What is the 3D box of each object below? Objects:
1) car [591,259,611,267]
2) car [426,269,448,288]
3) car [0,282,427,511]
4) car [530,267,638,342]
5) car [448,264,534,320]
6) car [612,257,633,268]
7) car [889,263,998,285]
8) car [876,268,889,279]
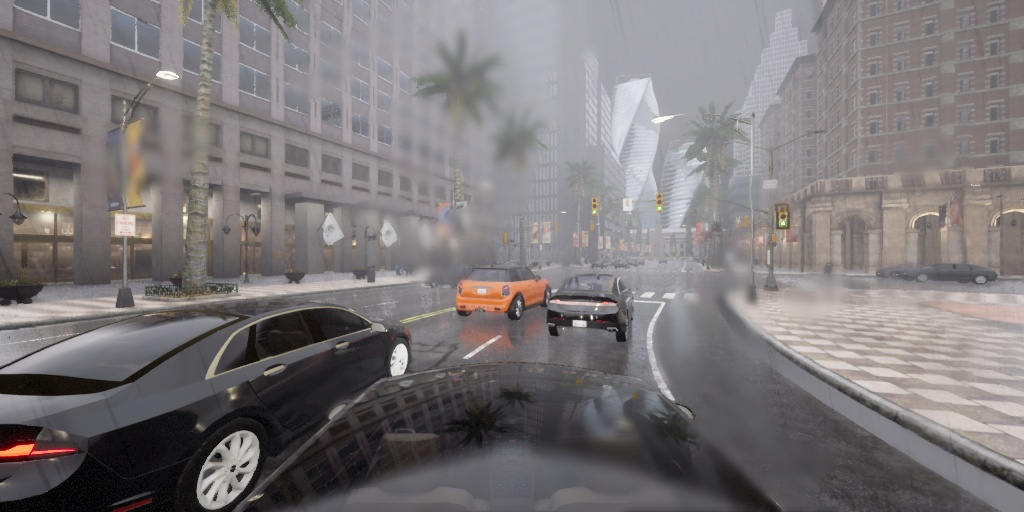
[{"bbox_3d":[14.397,1.255,58.846,1.837,1.490,4.892,0,0,27],"label":"car"},{"bbox_3d":[-3.297,1.297,23.361,2.033,1.411,5.357,0,0,26],"label":"car"},{"bbox_3d":[-2.855,1.255,4.273,1.837,1.490,4.892,0,0,8],"label":"car"},{"bbox_3d":[2.339,1.242,9.964,2.128,1.511,4.902,0,0,21],"label":"car"},{"bbox_3d":[-0.096,1.102,12.985,2.097,1.767,4.553,0,0,23],"label":"car"},{"bbox_3d":[17.972,1.255,58.170,1.837,1.490,4.892,0,0,27],"label":"car"},{"bbox_3d":[31.568,1.255,26.252,4.892,1.490,1.837,0,0,25],"label":"car"},{"bbox_3d":[32.932,1.314,29.479,4.181,1.385,1.994,0,0,26],"label":"car"}]
